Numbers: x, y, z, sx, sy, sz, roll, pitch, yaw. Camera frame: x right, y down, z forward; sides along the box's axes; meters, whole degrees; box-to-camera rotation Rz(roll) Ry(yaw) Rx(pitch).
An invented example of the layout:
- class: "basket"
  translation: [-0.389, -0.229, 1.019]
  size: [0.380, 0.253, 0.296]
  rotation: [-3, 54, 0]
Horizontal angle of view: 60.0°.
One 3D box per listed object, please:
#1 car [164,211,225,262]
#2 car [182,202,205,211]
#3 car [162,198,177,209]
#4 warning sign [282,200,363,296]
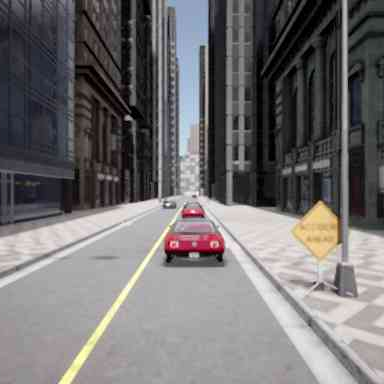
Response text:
- class: "car"
  translation: [0.085, 1.607, 12.217]
  size: [1.895, 1.301, 4.718]
  rotation: [0, 0, 0]
- class: "car"
  translation: [0.094, 1.581, 29.412]
  size: [1.994, 1.385, 4.181]
  rotation: [0, 0, 0]
- class: "car"
  translation: [-3.070, 1.523, 45.603]
  size: [2.128, 1.511, 4.902]
  rotation: [0, 0, 0]
- class: "warning sign"
  translation: [2.721, 1.119, 7.088]
  size: [1.300, 1.860, 1.060]
  rotation: [0, 0, 0]
